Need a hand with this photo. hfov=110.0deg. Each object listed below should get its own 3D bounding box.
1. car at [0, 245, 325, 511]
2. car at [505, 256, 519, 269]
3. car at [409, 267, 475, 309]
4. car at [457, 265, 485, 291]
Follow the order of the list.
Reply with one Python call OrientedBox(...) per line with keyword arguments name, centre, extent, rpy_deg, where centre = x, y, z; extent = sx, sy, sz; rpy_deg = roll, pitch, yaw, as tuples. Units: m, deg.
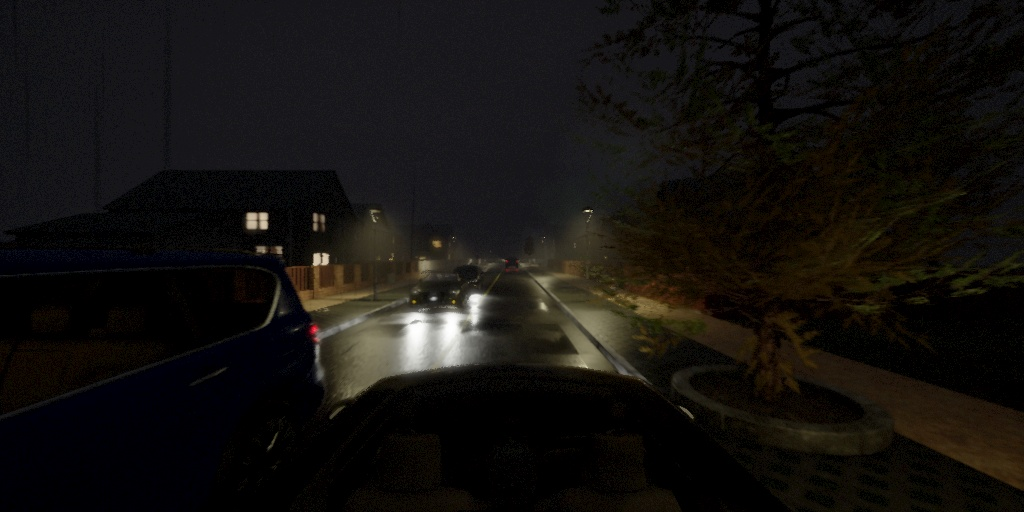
OrientedBox(name="car", centre=(-2.845, 0.969, 1.131), extent=(2.150, 2.045, 5.566), rpy_deg=(0, 0, 0))
OrientedBox(name="car", centre=(0.005, 1.087, 60.706), extent=(2.150, 2.045, 5.566), rpy_deg=(0, 0, 0))
OrientedBox(name="car", centre=(-2.837, 1.324, 14.802), extent=(1.994, 1.385, 4.181), rpy_deg=(0, 0, -1))
OrientedBox(name="car", centre=(-2.748, 1.333, 22.054), extent=(1.837, 1.490, 4.892), rpy_deg=(0, 0, 0))
